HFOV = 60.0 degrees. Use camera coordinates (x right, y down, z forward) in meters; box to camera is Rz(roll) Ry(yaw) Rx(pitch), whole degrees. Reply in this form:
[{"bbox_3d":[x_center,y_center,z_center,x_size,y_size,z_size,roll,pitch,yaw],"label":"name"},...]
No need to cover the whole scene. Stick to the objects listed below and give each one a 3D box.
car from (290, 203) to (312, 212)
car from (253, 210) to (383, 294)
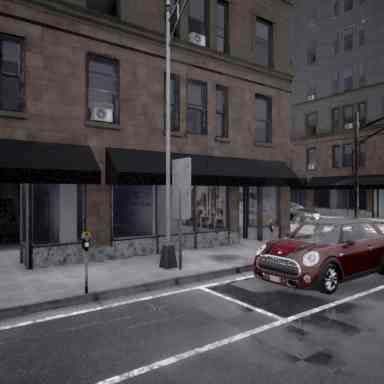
[{"bbox_3d":[7.101,1.537,24.645,2.128,1.511,4.902,0,0,-35],"label":"car"},{"bbox_3d":[3.494,1.440,8.692,4.097,1.590,1.967,0,0,-36],"label":"car"}]
